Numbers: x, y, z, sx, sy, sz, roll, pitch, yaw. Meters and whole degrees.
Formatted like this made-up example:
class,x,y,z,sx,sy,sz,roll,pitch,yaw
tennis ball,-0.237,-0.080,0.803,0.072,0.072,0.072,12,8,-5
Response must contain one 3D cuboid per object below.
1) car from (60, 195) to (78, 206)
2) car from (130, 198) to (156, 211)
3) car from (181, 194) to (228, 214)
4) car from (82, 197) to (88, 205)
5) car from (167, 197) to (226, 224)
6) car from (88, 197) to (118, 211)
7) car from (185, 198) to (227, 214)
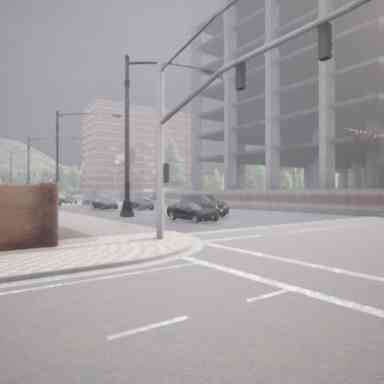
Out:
class,x,y,z,sx,sy,sz,roll,pitch,yaw
car,-19.990,1.289,53.879,1.837,1.490,4.892,0,0,-35
car,-6.191,1.485,40.126,1.837,1.490,4.892,0,0,-35
car,0.875,1.202,30.045,2.150,2.045,5.566,0,0,-35
car,-16.848,1.526,55.485,2.033,1.411,5.357,0,0,-35
car,0.016,1.462,25.195,1.882,1.535,5.008,0,1,-35
car,-10.569,1.461,40.278,1.882,1.535,5.008,0,0,-35
car,1.399,1.480,35.742,1.837,1.490,4.892,0,0,-35
